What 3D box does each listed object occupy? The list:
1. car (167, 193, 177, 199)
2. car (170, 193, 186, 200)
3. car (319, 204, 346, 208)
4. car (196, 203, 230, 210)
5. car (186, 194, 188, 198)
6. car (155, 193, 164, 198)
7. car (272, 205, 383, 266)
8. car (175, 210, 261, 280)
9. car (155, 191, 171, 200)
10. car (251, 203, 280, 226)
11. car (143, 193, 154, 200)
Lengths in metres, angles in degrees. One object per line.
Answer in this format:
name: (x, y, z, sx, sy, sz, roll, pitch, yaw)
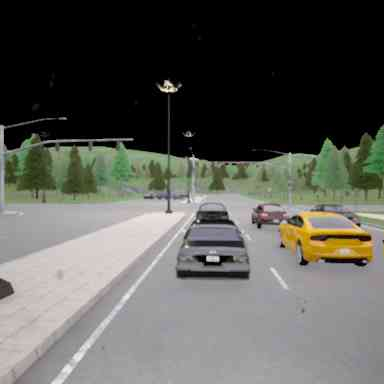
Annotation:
car: (-5.678, 1.037, 93.669, 2.128, 1.511, 4.902, 0, 0, 4)
car: (-3.248, 1.152, 76.686, 1.994, 1.385, 4.181, 0, 0, 4)
car: (8.250, 1.436, 20.062, 2.033, 1.411, 5.357, 0, 0, 4)
car: (1.227, 1.371, 20.004, 1.882, 1.535, 5.008, 0, 0, 4)
car: (-2.209, 1.108, 93.093, 1.895, 1.301, 4.718, 0, 0, 4)
car: (-9.169, 1.065, 93.929, 1.994, 1.385, 4.181, 0, 0, 4)
car: (4.230, 1.415, 11.319, 1.882, 1.535, 5.008, 0, 0, 4)
car: (0.619, 1.495, 9.774, 2.033, 1.411, 5.357, 0, 0, 4)
car: (-6.711, 0.823, 77.380, 2.150, 2.045, 5.566, 0, 0, 4)
car: (4.774, 1.414, 20.527, 1.812, 1.442, 4.674, 0, 0, 4)
car: (-10.202, 1.077, 77.636, 1.882, 1.535, 5.008, 0, 0, 4)
